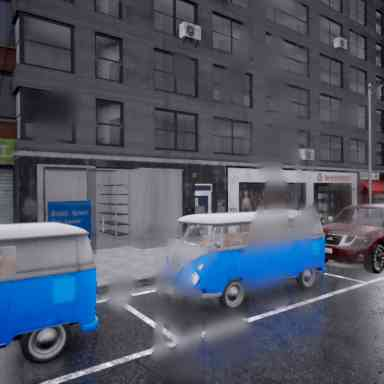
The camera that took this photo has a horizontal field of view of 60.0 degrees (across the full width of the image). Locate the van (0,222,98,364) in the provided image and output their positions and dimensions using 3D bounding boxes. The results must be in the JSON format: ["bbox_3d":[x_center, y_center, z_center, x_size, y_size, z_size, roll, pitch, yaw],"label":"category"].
[{"bbox_3d":[-3.247,1.341,4.228,3.998,1.788,1.690,0,-1,-36],"label":"van"}]

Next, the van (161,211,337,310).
[{"bbox_3d":[1.292,1.340,7.484,3.998,1.788,1.690,0,-1,-36],"label":"van"}]

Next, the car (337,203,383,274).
[{"bbox_3d":[5.830,1.311,10.740,5.009,1.841,2.192,0,-1,-36],"label":"car"}]
